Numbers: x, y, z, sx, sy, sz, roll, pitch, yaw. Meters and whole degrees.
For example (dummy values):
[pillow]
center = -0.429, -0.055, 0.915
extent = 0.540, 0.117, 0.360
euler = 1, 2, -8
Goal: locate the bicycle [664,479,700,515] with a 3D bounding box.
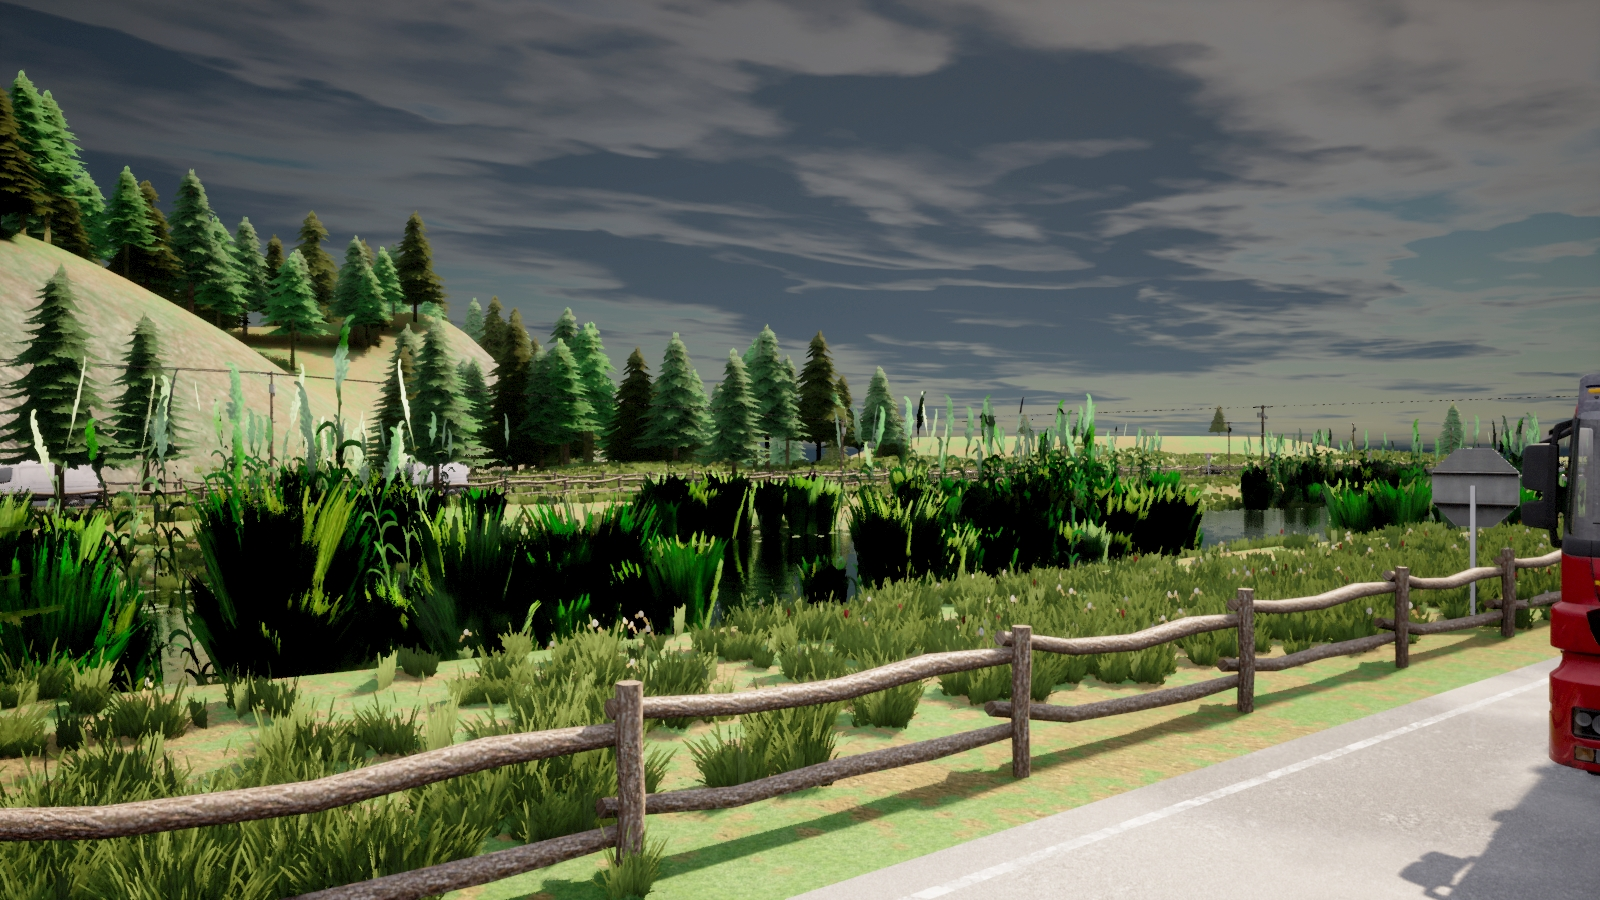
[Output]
[bicycle]
center = -5.066, 2.024, 49.039
extent = 1.643, 1.496, 0.373
euler = 0, 0, -43

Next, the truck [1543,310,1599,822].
[truck]
center = 9.610, 0.862, 10.983
extent = 2.891, 3.827, 8.468
euler = 0, 0, 42

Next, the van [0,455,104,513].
[van]
center = -35.442, 1.534, 52.193
extent = 1.988, 2.561, 5.915
euler = 0, 0, 42
